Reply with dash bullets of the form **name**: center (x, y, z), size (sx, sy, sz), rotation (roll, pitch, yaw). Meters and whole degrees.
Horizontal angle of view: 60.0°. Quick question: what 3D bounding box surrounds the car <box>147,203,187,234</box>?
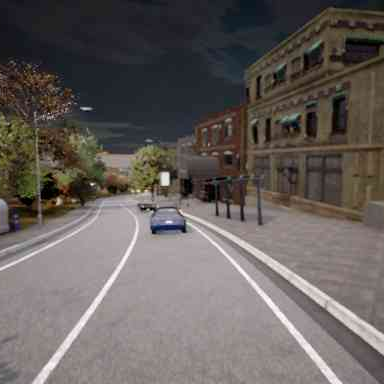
- **car**: center (-1.480, 1.548, 19.496), size (1.994, 1.385, 4.181), rotation (-1, 0, -8)

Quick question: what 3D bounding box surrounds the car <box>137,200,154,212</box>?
- **car**: center (-5.332, 1.610, 38.594), size (1.895, 1.301, 4.718), rotation (-2, 0, -14)
